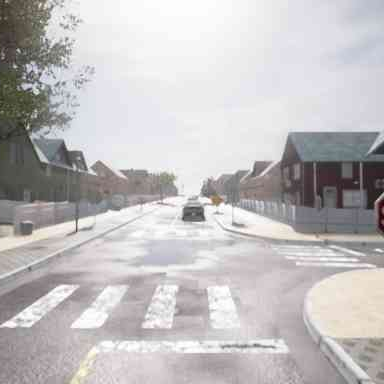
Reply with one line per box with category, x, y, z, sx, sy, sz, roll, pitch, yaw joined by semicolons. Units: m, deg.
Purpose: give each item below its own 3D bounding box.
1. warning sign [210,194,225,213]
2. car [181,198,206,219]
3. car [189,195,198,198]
warning sign;2.526;1.141;33.159;1.300;1.860;1.060;-2;-2;0
car;0.131;1.526;29.431;1.837;1.490;4.892;0;0;0
car;0.121;1.549;57.782;1.882;1.535;5.008;0;0;0
